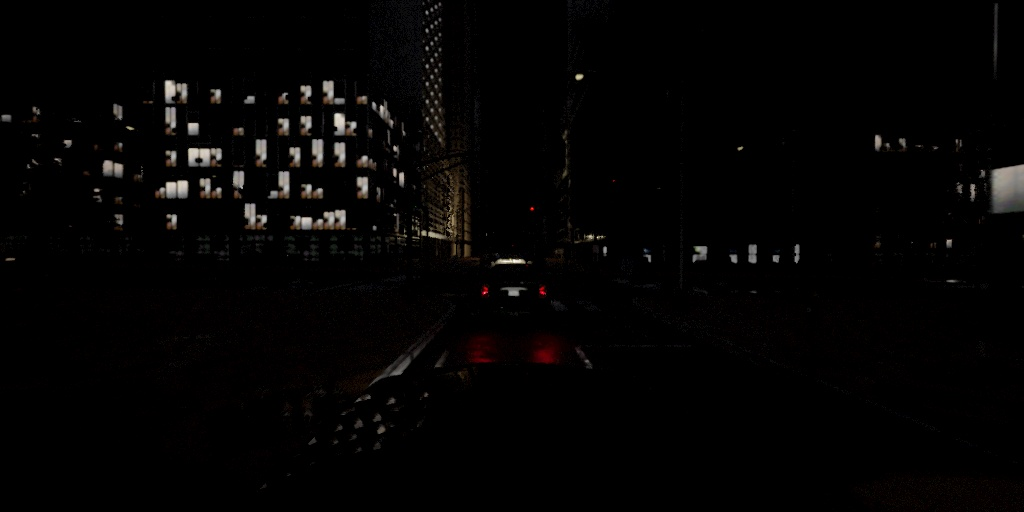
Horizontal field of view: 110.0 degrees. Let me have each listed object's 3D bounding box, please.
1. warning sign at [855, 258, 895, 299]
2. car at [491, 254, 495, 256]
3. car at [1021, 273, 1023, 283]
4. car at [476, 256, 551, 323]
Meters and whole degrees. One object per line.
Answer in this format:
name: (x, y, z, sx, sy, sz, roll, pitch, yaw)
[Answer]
warning sign: (17.254, 1.047, 17.090, 1.060, 1.860, 1.300, 0, 0, -3)
car: (-4.116, 0.781, 56.344, 1.802, 1.307, 4.207, 0, 0, 0)
car: (46.311, 1.853, 31.146, 5.357, 1.411, 2.033, 1, 1, -2)
car: (0.075, 0.999, 11.817, 2.097, 1.767, 4.553, 0, 1, 1)
